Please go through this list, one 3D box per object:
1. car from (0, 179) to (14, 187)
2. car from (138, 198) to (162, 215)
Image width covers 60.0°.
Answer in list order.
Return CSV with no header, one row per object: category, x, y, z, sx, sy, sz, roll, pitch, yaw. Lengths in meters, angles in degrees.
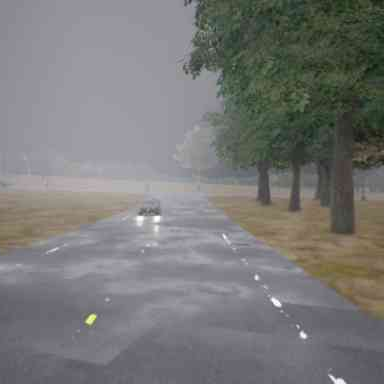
car,-46.686,-2.190,83.184,5.566,2.045,2.150,2,2,2
car,-3.853,1.335,31.181,1.837,1.490,4.892,0,0,0
